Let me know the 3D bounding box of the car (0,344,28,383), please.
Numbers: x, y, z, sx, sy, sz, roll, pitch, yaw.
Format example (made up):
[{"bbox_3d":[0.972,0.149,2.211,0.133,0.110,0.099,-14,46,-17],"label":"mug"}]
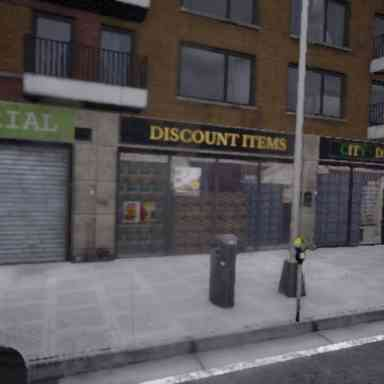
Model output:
[{"bbox_3d":[-2.951,1.400,1.217,4.313,1.339,1.947,1,2,-22],"label":"car"}]
